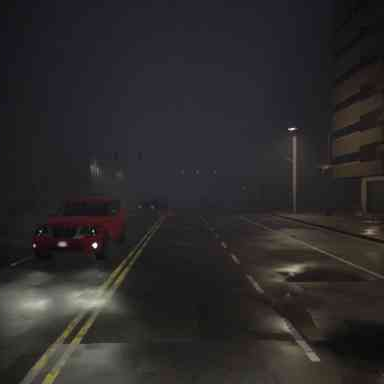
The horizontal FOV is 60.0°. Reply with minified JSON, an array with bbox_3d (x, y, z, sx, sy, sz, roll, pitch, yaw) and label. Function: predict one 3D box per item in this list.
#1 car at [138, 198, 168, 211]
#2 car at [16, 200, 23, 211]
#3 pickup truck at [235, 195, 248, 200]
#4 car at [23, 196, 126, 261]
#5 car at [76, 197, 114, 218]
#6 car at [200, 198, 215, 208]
[{"bbox_3d":[-4.890,1.486,40.957,2.128,1.511,4.902,0,0,-39],"label":"car"},{"bbox_3d":[-18.165,1.486,39.249,4.902,1.511,2.128,0,0,4],"label":"car"},{"bbox_3d":[13.898,1.047,90.859,2.390,2.098,6.274,0,0,29],"label":"pickup truck"},{"bbox_3d":[-3.942,1.223,12.700,2.150,2.045,5.566,0,0,-1],"label":"car"},{"bbox_3d":[-7.793,1.150,27.144,1.837,1.490,4.892,0,0,-2],"label":"car"},{"bbox_3d":[2.170,1.541,48.463,2.033,1.411,5.357,0,0,-3],"label":"car"}]
